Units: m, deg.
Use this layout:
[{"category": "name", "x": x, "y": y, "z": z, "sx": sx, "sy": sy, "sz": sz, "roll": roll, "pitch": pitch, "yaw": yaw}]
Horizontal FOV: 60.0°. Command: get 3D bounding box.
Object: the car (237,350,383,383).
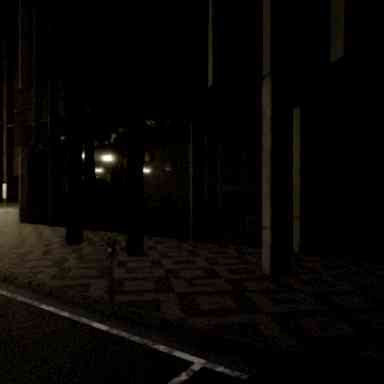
[{"category": "car", "x": 2.052, "y": 1.562, "z": 1.509, "sx": 4.313, "sy": 1.339, "sz": 1.947, "roll": 0, "pitch": 0, "yaw": 35}]
